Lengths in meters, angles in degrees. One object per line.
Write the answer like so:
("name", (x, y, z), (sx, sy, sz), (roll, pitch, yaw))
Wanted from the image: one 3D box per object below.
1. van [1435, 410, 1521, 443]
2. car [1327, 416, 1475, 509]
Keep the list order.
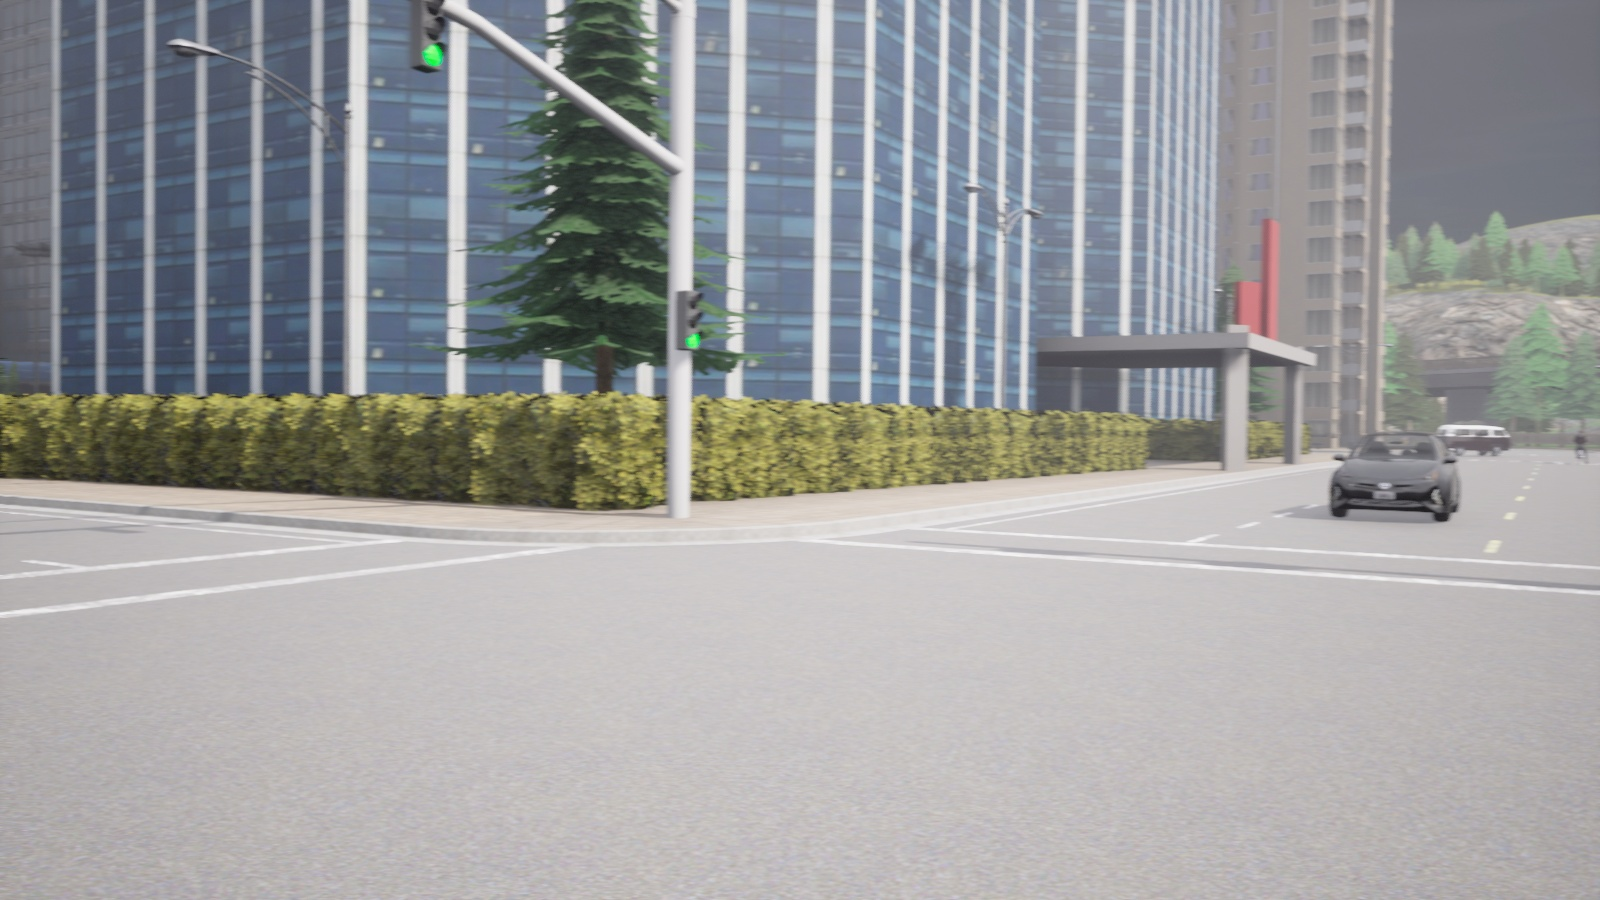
("van", (44.444, -1.554, 82.376), (4.480, 2.038, 2.069), (-1, 2, -2))
("car", (11.078, 0.158, 22.973), (2.007, 1.525, 4.514), (0, 1, 31))
